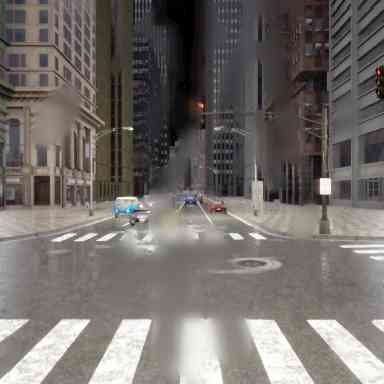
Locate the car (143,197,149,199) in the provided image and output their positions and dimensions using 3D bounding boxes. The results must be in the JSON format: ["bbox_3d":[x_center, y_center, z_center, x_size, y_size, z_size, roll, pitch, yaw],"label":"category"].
[{"bbox_3d":[-5.893,1.554,35.428,1.887,1.381,4.507,0,0,0],"label":"car"}]

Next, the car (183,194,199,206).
[{"bbox_3d":[-0.187,1.500,54.726,1.882,1.535,5.008,0,0,0],"label":"car"}]

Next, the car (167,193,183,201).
[{"bbox_3d":[-3.202,0.996,58.914,2.097,1.767,4.553,0,0,0],"label":"car"}]

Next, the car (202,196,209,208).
[{"bbox_3d":[2.640,1.557,40.966,1.887,1.381,4.507,0,0,0],"label":"car"}]

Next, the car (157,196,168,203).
[{"bbox_3d":[-6.012,1.584,68.577,2.008,1.369,4.403,0,0,0],"label":"car"}]

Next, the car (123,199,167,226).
[{"bbox_3d":[-3.151,1.495,23.322,2.128,1.511,4.902,0,0,-1],"label":"car"}]

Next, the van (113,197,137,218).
[{"bbox_3d":[-5.874,1.347,29.903,1.690,1.788,3.998,0,0,0],"label":"van"}]

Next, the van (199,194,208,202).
[{"bbox_3d":[2.508,1.378,74.119,1.690,1.788,3.998,0,0,0],"label":"van"}]

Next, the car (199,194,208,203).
[{"bbox_3d":[2.553,1.574,63.068,1.887,1.381,4.507,0,0,0],"label":"car"}]

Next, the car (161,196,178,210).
[{"bbox_3d":[-3.232,1.578,43.759,1.994,1.385,4.181,0,0,0],"label":"car"}]

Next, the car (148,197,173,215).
[{"bbox_3d":[-3.204,1.533,33.477,1.812,1.442,4.674,0,0,0],"label":"car"}]

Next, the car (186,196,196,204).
[{"bbox_3d":[-0.226,1.594,65.145,1.994,1.385,4.181,0,0,0],"label":"car"}]

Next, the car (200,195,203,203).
[{"bbox_3d":[2.595,1.546,52.187,1.752,1.417,4.829,0,0,0],"label":"car"}]

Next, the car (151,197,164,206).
[{"bbox_3d":[-5.972,1.607,57.527,1.802,1.307,4.206,0,0,0],"label":"car"}]

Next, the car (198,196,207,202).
[{"bbox_3d":[2.487,1.593,79.644,2.008,1.369,4.403,0,0,0],"label":"car"}]

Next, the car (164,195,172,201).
[{"bbox_3d":[-6.070,1.571,84.982,1.752,1.417,4.829,0,0,0],"label":"car"}]

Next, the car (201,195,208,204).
[{"bbox_3d":[2.618,1.561,46.492,1.887,1.381,4.507,0,0,0],"label":"car"}]

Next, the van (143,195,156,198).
[{"bbox_3d":[-5.934,1.357,46.477,1.690,1.788,3.998,0,0,0],"label":"van"}]

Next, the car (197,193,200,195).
[{"bbox_3d":[2.530,1.348,68.594,2.192,1.841,5.009,0,0,0],"label":"car"}]

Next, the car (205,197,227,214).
[{"bbox_3d":[2.662,1.553,35.441,1.887,1.381,4.507,0,0,0],"label":"car"}]
